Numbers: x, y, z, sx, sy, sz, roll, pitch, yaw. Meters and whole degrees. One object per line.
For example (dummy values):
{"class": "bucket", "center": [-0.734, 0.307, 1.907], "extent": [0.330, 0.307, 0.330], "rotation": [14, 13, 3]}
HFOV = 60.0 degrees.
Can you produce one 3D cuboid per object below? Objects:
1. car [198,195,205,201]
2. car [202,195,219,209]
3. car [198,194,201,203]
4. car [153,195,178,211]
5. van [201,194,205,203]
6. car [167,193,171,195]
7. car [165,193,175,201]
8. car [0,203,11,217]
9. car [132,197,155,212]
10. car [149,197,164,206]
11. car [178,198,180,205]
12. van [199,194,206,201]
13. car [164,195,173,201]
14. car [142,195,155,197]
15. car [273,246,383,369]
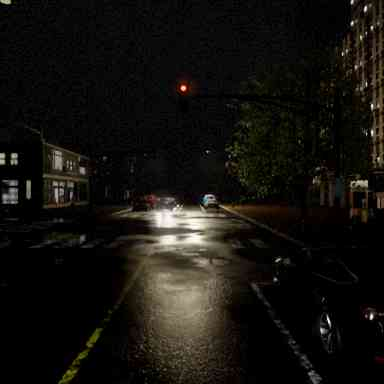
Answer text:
{"class": "car", "center": [2.552, 1.526, 88.355], "extent": [1.752, 1.417, 4.829], "rotation": [0, 0, 0]}
{"class": "car", "center": [2.623, 1.524, 43.947], "extent": [1.752, 1.417, 4.829], "rotation": [0, 0, 0]}
{"class": "car", "center": [2.596, 1.550, 60.430], "extent": [2.008, 1.369, 4.403], "rotation": [0, 0, 0]}
{"class": "car", "center": [-3.157, 1.491, 39.989], "extent": [2.128, 1.511, 4.902], "rotation": [0, 0, 0]}
{"class": "van", "center": [2.616, 1.340, 49.328], "extent": [1.690, 1.788, 3.998], "rotation": [0, 0, 0]}
{"class": "car", "center": [-5.802, 1.525, 71.346], "extent": [1.752, 1.417, 4.829], "rotation": [0, 0, 0]}
{"class": "car", "center": [-5.828, 1.316, 88.169], "extent": [2.192, 1.841, 5.009], "rotation": [0, 0, 0]}
{"class": "car", "center": [-17.312, 1.369, 27.194], "extent": [4.507, 1.381, 1.887], "rotation": [1, -1, -1]}
{"class": "car", "center": [-5.748, 1.581, 38.210], "extent": [1.802, 1.307, 4.206], "rotation": [0, 0, 0]}
{"class": "car", "center": [-5.775, 1.550, 54.863], "extent": [2.008, 1.369, 4.403], "rotation": [0, 0, 0]}
{"class": "car", "center": [-3.180, 1.563, 49.119], "extent": [1.994, 1.385, 4.181], "rotation": [0, 0, -1]}
{"class": "van", "center": [2.562, 1.341, 82.634], "extent": [1.690, 1.788, 3.998], "rotation": [0, 0, 0]}
{"class": "car", "center": [-5.820, 1.551, 82.618], "extent": [2.008, 1.369, 4.403], "rotation": [0, 0, 0]}
{"class": "car", "center": [-5.756, 1.314, 43.761], "extent": [2.192, 1.841, 5.009], "rotation": [0, 0, 0]}
{"class": "car", "center": [2.686, 1.566, 5.748], "extent": [1.947, 1.339, 4.313], "rotation": [0, 0, 0]}
